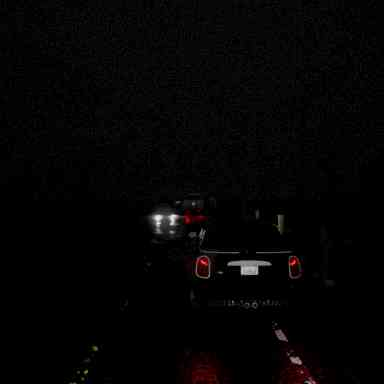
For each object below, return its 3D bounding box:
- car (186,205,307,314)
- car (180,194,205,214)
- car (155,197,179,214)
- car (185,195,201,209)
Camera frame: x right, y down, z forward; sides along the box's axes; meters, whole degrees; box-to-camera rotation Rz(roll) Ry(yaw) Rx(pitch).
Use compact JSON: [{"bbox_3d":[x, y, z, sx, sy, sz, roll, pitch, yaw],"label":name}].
[{"bbox_3d":[0.981,1.349,7.760,2.097,1.767,4.553,0,0,0],"label":"car"},{"bbox_3d":[0.167,1.226,35.822,2.150,2.045,5.566,0,0,0],"label":"car"},{"bbox_3d":[-2.662,1.509,34.804,1.837,1.490,4.892,0,0,0],"label":"car"},{"bbox_3d":[0.133,1.364,46.319,2.097,1.767,4.553,0,0,0],"label":"car"}]
